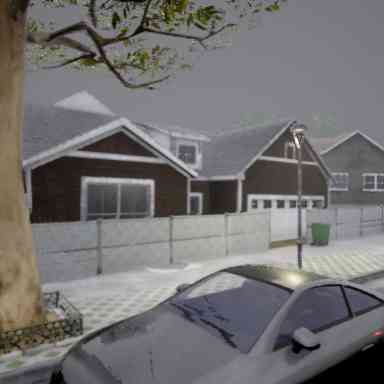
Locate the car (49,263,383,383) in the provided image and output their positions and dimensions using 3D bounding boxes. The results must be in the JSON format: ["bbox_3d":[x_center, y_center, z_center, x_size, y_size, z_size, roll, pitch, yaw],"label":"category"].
[{"bbox_3d":[0.730,1.563,3.587,4.181,1.385,1.994,0,0,-35],"label":"car"}]
